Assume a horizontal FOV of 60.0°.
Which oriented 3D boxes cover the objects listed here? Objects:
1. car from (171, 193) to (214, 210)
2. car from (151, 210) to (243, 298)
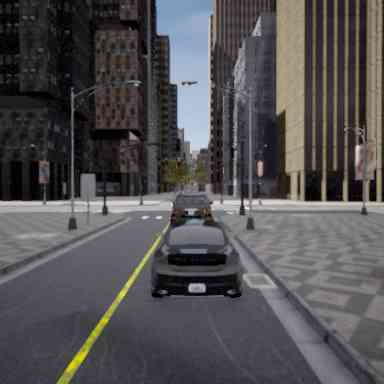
[{"bbox_3d":[0.029,1.068,18.581,2.150,2.045,5.566,0,0,1],"label":"car"},{"bbox_3d":[0.093,1.436,8.315,1.837,1.490,4.892,0,0,0],"label":"car"}]
